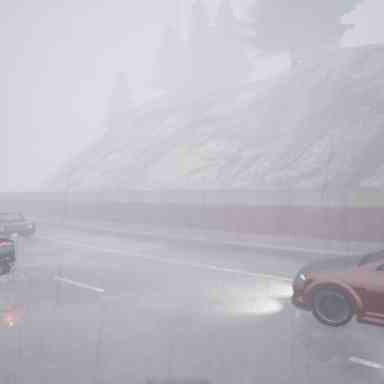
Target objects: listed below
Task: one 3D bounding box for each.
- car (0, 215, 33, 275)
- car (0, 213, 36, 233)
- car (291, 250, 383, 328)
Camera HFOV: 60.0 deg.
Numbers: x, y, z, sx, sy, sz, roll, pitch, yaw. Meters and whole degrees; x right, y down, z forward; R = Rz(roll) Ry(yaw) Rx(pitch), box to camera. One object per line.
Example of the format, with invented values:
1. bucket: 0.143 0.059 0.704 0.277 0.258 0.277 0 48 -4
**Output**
1. car: -6.785 1.539 9.464 4.902 1.511 2.128 0 0 40
2. car: -9.690 1.676 16.661 4.718 1.301 1.895 0 0 43
3. car: 3.893 1.561 5.624 4.181 1.385 1.994 0 0 35
